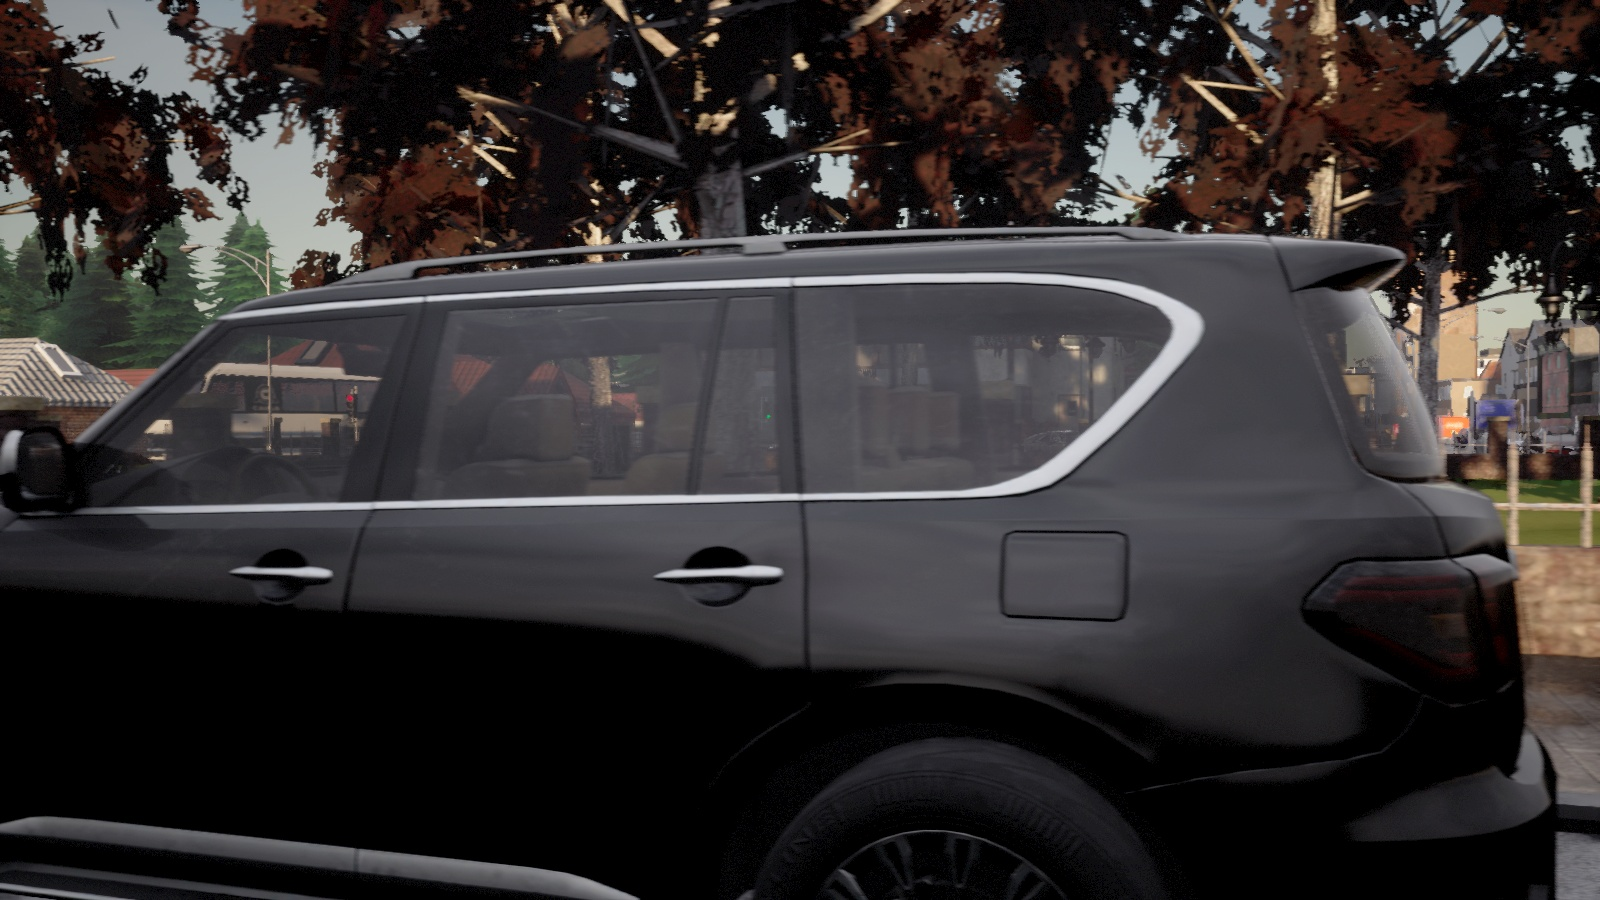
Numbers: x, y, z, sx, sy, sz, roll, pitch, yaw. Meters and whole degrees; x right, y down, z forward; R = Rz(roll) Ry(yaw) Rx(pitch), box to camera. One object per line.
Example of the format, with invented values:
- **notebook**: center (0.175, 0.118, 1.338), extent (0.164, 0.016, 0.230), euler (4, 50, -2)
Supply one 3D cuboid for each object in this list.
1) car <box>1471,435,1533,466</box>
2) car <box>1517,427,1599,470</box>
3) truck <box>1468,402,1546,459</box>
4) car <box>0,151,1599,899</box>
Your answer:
- **car**: center (34.662, -0.012, 62.097), extent (1.812, 1.442, 4.674), euler (1, 1, 19)
- **car**: center (30.949, -0.098, 51.201), extent (2.152, 1.651, 5.027), euler (1, 1, 20)
- **truck**: center (45.002, -1.270, 80.200), extent (2.891, 3.462, 7.936), euler (1, 1, 19)
- **car**: center (-0.876, 0.478, 4.015), extent (5.566, 2.045, 2.150), euler (1, 1, 18)
